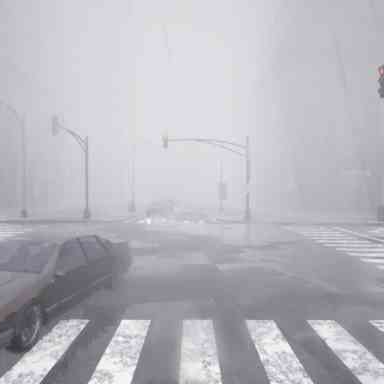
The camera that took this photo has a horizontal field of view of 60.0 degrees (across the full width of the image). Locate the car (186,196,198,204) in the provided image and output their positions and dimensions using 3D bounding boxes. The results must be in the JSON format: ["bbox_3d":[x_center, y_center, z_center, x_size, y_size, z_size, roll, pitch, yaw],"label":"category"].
[{"bbox_3d":[-0.021,1.514,62.664,1.812,1.442,4.674,0,0,0],"label":"car"}]

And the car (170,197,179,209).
[{"bbox_3d":[-3.129,1.538,41.503,2.033,1.411,5.357,0,0,0],"label":"car"}]

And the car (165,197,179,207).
[{"bbox_3d":[-3.117,1.553,53.365,1.994,1.385,4.181,0,0,0],"label":"car"}]

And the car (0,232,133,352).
[{"bbox_3d":[-2.855,1.546,6.524,2.033,1.411,5.357,0,0,11],"label":"car"}]

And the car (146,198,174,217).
[{"bbox_3d":[-3.123,1.540,31.334,2.033,1.411,5.357,0,0,0],"label":"car"}]
